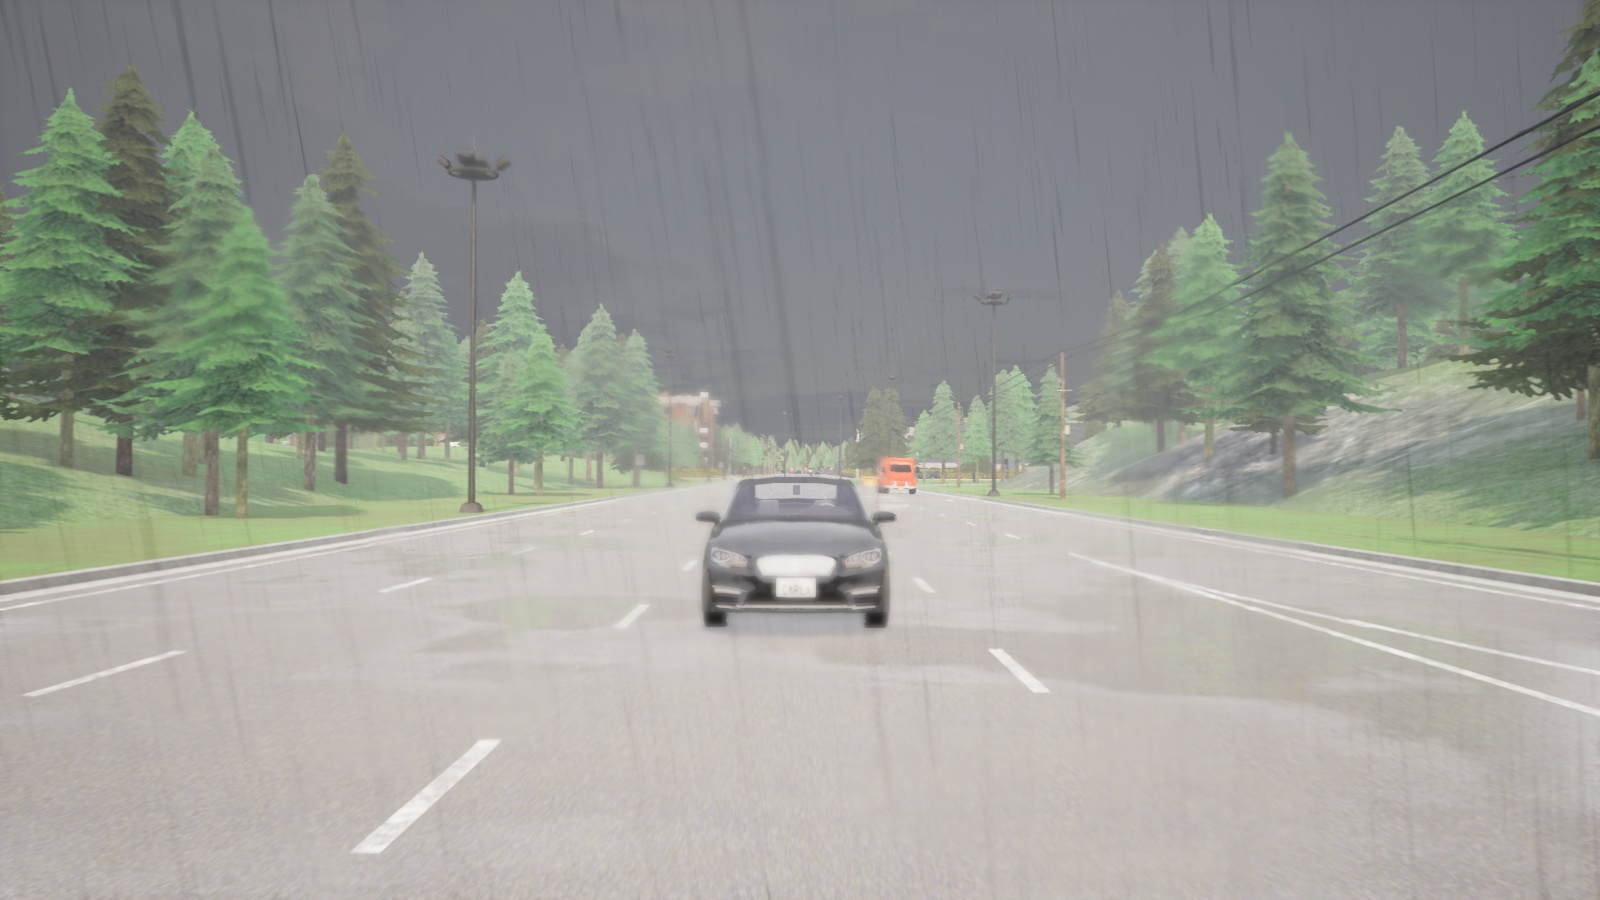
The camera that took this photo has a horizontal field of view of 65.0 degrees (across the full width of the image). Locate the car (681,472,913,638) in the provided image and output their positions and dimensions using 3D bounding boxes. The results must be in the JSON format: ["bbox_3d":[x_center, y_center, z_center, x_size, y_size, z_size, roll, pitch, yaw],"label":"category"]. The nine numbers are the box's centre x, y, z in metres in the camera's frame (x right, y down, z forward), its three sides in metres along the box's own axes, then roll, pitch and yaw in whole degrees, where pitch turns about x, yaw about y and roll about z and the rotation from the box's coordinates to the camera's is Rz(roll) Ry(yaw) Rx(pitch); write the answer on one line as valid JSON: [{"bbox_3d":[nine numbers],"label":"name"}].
[{"bbox_3d":[-0.033,1.005,13.978,2.128,1.511,4.902,0,-1,0],"label":"car"}]

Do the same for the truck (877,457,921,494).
[{"bbox_3d":[6.792,1.751,86.777,2.627,2.467,5.204,0,-1,0],"label":"truck"}]
